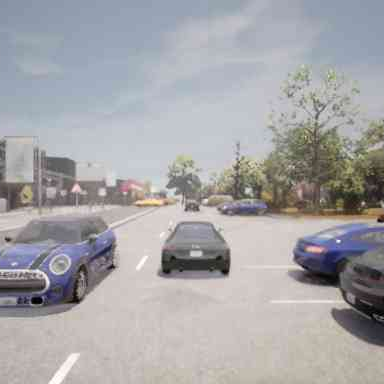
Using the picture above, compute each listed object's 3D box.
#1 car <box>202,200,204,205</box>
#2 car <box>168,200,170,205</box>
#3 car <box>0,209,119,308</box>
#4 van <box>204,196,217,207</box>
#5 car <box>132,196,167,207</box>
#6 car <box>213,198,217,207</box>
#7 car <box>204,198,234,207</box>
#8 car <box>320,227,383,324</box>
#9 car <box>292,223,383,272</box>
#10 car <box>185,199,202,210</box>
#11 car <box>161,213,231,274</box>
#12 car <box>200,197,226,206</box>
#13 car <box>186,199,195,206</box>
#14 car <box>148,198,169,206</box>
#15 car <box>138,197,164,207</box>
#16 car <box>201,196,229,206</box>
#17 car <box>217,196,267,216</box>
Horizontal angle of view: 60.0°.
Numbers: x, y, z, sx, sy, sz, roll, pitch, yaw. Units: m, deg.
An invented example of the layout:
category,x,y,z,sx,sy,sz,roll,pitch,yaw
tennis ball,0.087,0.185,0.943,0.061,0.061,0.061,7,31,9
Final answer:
category,x,y,z,sx,sy,sz,roll,pitch,yaw
car,5.044,1.921,59.948,5.366,1.575,1.946,0,-1,0
car,-7.476,1.937,69.841,5.566,2.045,2.435,0,-2,-1
car,-3.289,1.386,8.242,2.097,1.767,4.553,0,0,0
van,4.767,1.638,57.157,4.442,1.987,1.878,0,-1,-1
car,-7.575,1.869,57.691,5.366,1.575,1.946,0,-1,-1
car,5.038,1.674,36.361,4.674,1.452,2.002,0,0,0
car,5.021,1.984,62.609,5.366,1.575,1.946,0,-2,-1
car,5.078,1.505,5.579,4.892,1.521,2.231,0,0,0
car,5.080,1.558,8.855,4.674,1.452,2.002,0,0,0
car,0.008,1.732,45.206,1.812,1.442,4.674,0,-1,0
car,0.105,1.610,10.800,1.994,1.385,4.181,0,0,0
car,4.683,2.075,73.788,5.566,2.045,2.435,0,-2,-1
car,-0.402,2.459,77.563,1.882,1.535,5.008,0,-2,2
car,-7.554,2.267,75.787,4.553,1.767,2.185,0,-2,-1
car,-7.385,1.809,60.612,4.553,1.767,2.185,0,-1,-1
car,4.756,1.892,68.329,5.566,2.045,2.435,0,-2,-1
car,5.111,1.494,33.191,4.553,1.767,2.185,0,0,0
